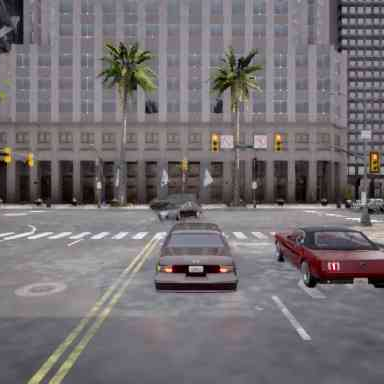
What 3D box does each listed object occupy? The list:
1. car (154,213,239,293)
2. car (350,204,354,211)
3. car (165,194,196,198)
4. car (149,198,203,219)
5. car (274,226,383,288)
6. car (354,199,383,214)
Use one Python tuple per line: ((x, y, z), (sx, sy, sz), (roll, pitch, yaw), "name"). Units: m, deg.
((0.095, 1.547, 8.989), (2.033, 1.411, 5.357), (0, 0, 0), "car")
((20.542, 1.526, 37.831), (4.674, 1.442, 1.812), (0, 0, 0), "car")
((-2.043, 1.221, 37.942), (5.566, 2.045, 2.150), (0, 0, 0), "car")
((-0.908, 1.491, 26.617), (2.128, 1.511, 4.902), (0, 0, 30), "car")
((3.641, 1.601, 9.257), (1.895, 1.301, 4.718), (0, 0, 2), "car")
((20.219, 1.547, 34.339), (5.357, 1.411, 2.033), (0, 0, 0), "car")
